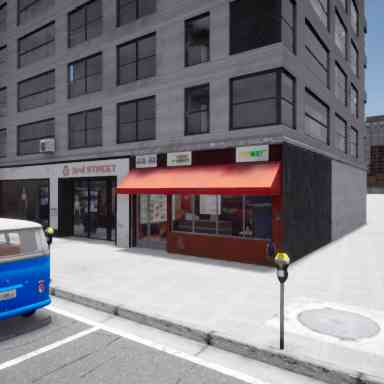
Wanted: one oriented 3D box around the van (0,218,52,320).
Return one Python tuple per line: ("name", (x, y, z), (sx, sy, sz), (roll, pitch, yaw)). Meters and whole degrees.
("van", (-4.327, 1.341, 6.165), (3.998, 1.788, 1.690), (0, 0, 36))
